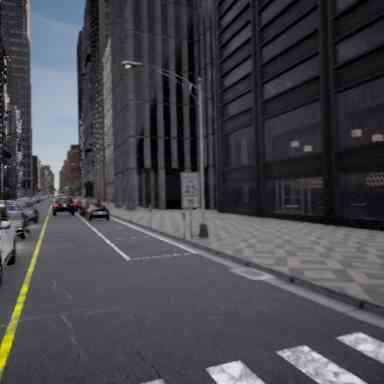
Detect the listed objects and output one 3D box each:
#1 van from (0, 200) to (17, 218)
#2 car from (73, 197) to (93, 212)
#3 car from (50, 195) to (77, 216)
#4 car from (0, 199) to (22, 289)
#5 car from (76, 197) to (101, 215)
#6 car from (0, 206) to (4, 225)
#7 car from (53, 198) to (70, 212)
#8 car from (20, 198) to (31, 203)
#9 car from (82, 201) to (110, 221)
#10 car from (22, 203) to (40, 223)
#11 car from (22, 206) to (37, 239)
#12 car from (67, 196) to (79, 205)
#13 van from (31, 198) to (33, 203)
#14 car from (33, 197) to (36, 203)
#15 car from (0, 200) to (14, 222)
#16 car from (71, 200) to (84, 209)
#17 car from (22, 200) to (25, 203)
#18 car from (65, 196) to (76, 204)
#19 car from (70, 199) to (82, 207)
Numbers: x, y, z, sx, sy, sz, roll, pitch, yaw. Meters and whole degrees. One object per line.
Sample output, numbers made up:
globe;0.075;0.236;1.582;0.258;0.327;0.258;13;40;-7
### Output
van;-20.585;1.810;36.815;1.690;1.788;3.998;-1;0;-22
car;-14.841;1.654;45.258;2.192;1.841;5.009;-1;0;-22
car;-14.489;1.557;37.467;2.150;2.045;5.566;-1;0;-24
car;-6.259;1.369;9.195;2.150;2.045;5.566;-1;0;-22
car;-10.563;1.566;34.854;2.192;1.841;5.009;-1;0;-22
car;-16.304;1.923;26.410;1.887;1.381;4.507;-1;0;-22
car;-18.531;1.768;47.198;2.097;1.767;4.553;-1;0;-22
car;-27.002;2.034;52.421;1.967;1.590;4.097;-1;0;-22
car;-8.420;1.771;29.652;1.947;1.339;4.313;-1;0;-22
car;-13.955;1.891;27.974;1.994;1.385;4.181;-1;0;-22
car;-10.145;1.788;18.670;2.033;1.411;5.357;-1;0;-22
car;-25.537;1.853;71.266;2.192;1.841;5.009;-1;0;-22
van;-29.142;1.974;57.623;1.690;1.788;3.998;-1;0;-22
car;-31.282;1.988;62.825;2.192;1.841;5.009;-1;0;-22
car;-18.446;1.740;31.613;2.192;1.841;5.009;-1;0;-22
car;-19.116;2.002;55.661;1.802;1.307;4.206;-1;0;-22
car;-22.722;2.063;42.016;2.008;1.369;4.403;-1;0;-22
car;-29.816;1.928;81.670;2.192;1.841;5.009;-1;0;-22
car;-21.256;2.004;60.862;1.887;1.381;4.507;-1;0;-22
